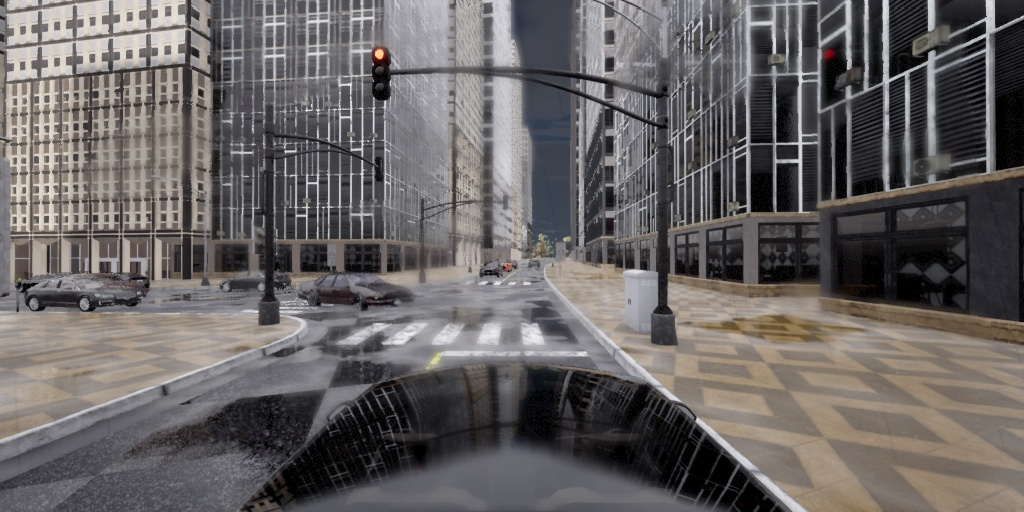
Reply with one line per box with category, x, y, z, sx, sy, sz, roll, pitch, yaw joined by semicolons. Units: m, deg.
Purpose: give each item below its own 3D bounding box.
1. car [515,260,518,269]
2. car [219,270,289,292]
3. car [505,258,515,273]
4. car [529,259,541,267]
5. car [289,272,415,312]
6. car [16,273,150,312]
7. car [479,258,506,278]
car;-0.167;1.252;54.329;2.033;1.411;5.357;0;0;6
car;-16.815;1.610;23.505;4.403;1.370;2.007;0;0;9
car;-1.183;1.074;43.786;2.097;1.767;4.553;0;0;5
car;3.962;1.177;62.085;2.128;1.511;4.902;0;0;7
car;-6.492;1.371;14.638;5.357;1.411;2.033;-1;-1;31
car;-18.127;1.567;15.228;4.403;1.370;2.007;0;0;9
car;-1.924;1.238;34.207;1.837;1.490;4.892;0;0;4
